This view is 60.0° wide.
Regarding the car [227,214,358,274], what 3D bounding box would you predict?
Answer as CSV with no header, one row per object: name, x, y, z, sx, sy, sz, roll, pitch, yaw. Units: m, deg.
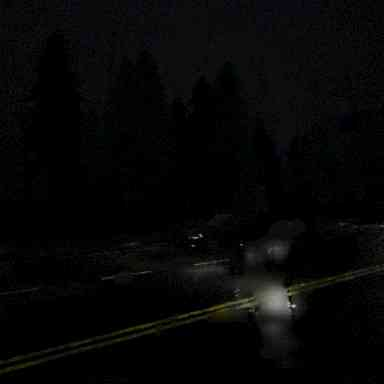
car,3.571,1.569,10.822,4.674,1.442,1.812,0,0,-36

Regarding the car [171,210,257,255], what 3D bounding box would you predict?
car,1.499,1.520,13.659,5.008,1.535,1.882,0,0,-35
